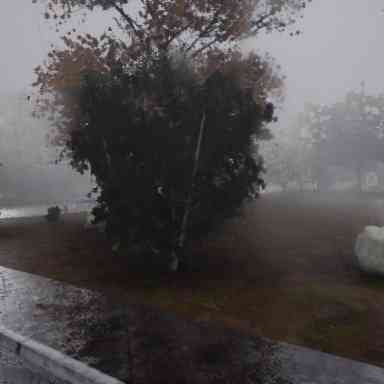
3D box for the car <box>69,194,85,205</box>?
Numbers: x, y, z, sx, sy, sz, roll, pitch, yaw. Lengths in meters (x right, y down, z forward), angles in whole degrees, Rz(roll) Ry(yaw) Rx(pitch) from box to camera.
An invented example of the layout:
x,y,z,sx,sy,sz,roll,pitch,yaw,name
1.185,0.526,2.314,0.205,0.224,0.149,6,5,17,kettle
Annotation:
x,y,z,sx,sy,sz,roll,pitch,yaw,name
-16.283,1.109,50.831,2.128,1.511,4.902,0,2,39,car
